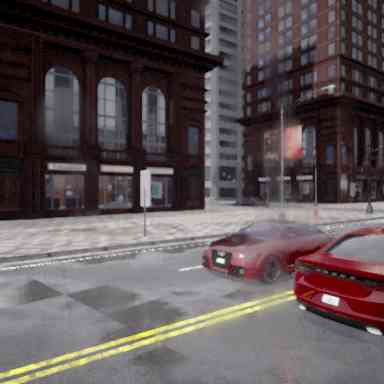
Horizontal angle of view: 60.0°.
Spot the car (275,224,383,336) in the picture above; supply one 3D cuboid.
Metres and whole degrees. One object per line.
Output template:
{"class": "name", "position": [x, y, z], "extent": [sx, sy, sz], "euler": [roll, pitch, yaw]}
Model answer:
{"class": "car", "position": [4.043, 1.404, 6.317], "extent": [5.008, 1.535, 1.882], "euler": [-1, 0, -36]}

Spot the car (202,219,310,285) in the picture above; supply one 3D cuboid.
{"class": "car", "position": [2.332, 1.487, 9.326], "extent": [4.181, 1.385, 1.994], "euler": [-1, 0, -35]}

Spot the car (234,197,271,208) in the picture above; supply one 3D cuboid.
{"class": "car", "position": [8.041, 1.394, 44.705], "extent": [2.033, 1.411, 5.357], "euler": [0, 0, -35]}
